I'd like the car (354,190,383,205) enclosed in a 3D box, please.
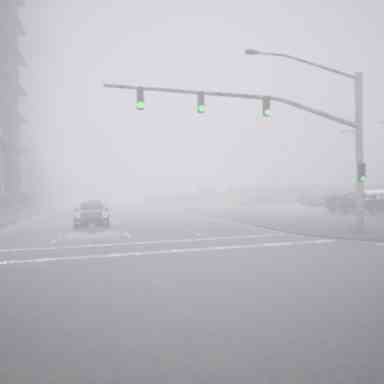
[{"bbox_3d":[29.754,0.733,54.702,4.605,1.855,1.932,-1,0,-16],"label":"car"}]

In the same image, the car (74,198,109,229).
[{"bbox_3d":[-6.645,1.422,22.109,2.097,1.767,4.553,-1,0,-16],"label":"car"}]

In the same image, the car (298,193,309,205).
[{"bbox_3d":[16.740,0.928,45.308,4.605,1.855,1.932,-1,0,-16],"label":"car"}]

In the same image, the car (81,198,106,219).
[{"bbox_3d":[-9.382,1.463,31.678,2.097,1.767,4.553,-1,0,-16],"label":"car"}]

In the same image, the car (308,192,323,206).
[{"bbox_3d":[17.513,1.127,42.737,3.905,1.438,1.784,-1,0,-16],"label":"car"}]

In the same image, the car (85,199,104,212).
[{"bbox_3d":[-12.244,1.645,41.685,2.128,1.511,4.902,-1,0,-16],"label":"car"}]

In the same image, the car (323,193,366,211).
[{"bbox_3d":[18.291,1.147,39.948,3.806,1.475,1.970,-1,0,-16],"label":"car"}]
